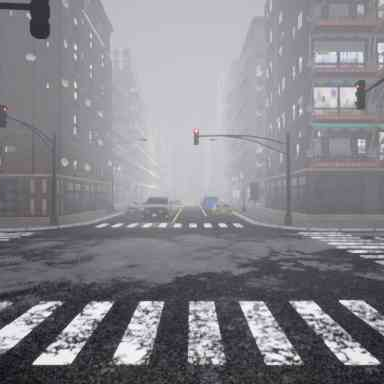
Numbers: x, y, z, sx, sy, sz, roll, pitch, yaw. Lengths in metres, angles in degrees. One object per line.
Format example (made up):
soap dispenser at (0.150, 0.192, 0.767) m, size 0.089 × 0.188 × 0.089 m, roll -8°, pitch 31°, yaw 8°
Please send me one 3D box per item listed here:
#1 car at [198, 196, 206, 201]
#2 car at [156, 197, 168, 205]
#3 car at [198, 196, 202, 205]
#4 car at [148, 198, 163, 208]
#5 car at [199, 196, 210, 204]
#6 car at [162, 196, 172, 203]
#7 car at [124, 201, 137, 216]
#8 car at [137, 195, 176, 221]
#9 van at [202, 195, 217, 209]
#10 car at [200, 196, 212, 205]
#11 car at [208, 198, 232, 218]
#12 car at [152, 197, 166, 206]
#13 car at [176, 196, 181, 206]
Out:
car at (2.443, 1.621, 83.677) m, size 1.887 × 1.381 × 4.507 m, roll 1°, pitch 0°, yaw 0°
car at (-5.402, 1.623, 60.985) m, size 1.802 × 1.307 × 4.206 m, roll 1°, pitch 0°, yaw 0°
car at (2.499, 1.343, 49.740) m, size 2.192 × 1.841 × 5.009 m, roll 1°, pitch 0°, yaw 0°
car at (-5.384, 1.610, 49.670) m, size 1.802 × 1.307 × 4.206 m, roll 1°, pitch 0°, yaw 0°
car at (2.470, 1.599, 66.709) m, size 2.008 × 1.369 × 4.403 m, roll 1°, pitch 0°, yaw 0°
car at (-5.420, 1.608, 72.301) m, size 2.008 × 1.369 × 4.403 m, roll 1°, pitch 0°, yaw 0°
car at (-5.487, 1.563, 32.696) m, size 2.008 × 1.369 × 4.403 m, roll 1°, pitch 0°, yaw 0°
car at (-2.803, 1.326, 27.792) m, size 2.150 × 2.045 × 5.566 m, roll 0°, pitch 2°, yaw 1°
van at (2.540, 1.363, 44.087) m, size 1.690 × 1.788 × 3.998 m, roll 1°, pitch 0°, yaw 0°
car at (2.480, 1.481, 61.053) m, size 1.967 × 1.590 × 4.097 m, roll 1°, pitch 0°, yaw 0°
car at (2.656, 1.535, 30.253) m, size 1.752 × 1.417 × 4.829 m, roll 1°, pitch 0°, yaw 0°
car at (-5.392, 1.560, 55.157) m, size 1.752 × 1.417 × 4.829 m, roll 1°, pitch 0°, yaw 0°
car at (-2.839, 1.417, 56.851) m, size 1.882 × 1.535 × 5.008 m, roll 0°, pitch 0°, yaw 0°
